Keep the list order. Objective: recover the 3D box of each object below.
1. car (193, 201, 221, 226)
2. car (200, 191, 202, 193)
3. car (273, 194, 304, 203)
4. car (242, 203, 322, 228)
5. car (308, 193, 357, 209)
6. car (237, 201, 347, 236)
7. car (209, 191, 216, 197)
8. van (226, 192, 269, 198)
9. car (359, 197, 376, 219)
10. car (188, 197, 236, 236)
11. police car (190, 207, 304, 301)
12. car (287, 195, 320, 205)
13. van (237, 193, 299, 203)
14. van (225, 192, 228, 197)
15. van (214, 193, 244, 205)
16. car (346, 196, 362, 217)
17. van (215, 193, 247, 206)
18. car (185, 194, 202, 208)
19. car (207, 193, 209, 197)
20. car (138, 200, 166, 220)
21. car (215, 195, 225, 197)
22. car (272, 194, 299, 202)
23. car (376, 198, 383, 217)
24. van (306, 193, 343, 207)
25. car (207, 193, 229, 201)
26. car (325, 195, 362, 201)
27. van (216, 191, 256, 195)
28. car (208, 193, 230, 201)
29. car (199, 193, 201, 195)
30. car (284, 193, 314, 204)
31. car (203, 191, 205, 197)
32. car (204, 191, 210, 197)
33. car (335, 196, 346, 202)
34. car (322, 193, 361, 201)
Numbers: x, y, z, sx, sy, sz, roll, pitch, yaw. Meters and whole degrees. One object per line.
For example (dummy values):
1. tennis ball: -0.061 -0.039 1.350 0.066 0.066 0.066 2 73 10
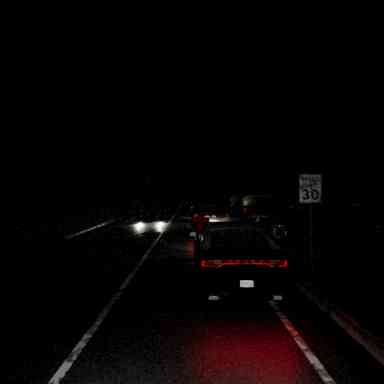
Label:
1. car: 0.971 1.471 24.406 1.837 1.490 4.892 0 0 0
2. car: 5.798 0.935 94.594 5.366 1.575 1.946 0 1 0
3. car: 18.554 1.207 64.177 5.366 1.575 1.946 0 1 0
4. car: 5.727 1.505 21.701 4.674 1.452 2.002 0 0 0
5. car: 18.797 1.132 44.746 5.566 2.045 2.435 0 1 0
6. car: 5.543 1.465 18.898 5.366 1.575 1.946 0 0 0
7. car: 5.657 1.112 46.937 5.566 2.045 2.435 0 1 0
8. van: 5.595 1.229 30.114 4.442 1.987 1.878 0 0 0
9. car: 18.785 1.454 30.864 5.008 1.535 2.097 0 0 0
10. car: 0.972 1.332 18.367 2.097 1.767 4.553 0 0 0
11. police car: 0.974 1.420 8.495 1.930 1.638 5.238 0 0 0
12. car: 18.723 1.314 55.850 4.792 1.488 2.163 0 1 0
13. van: 5.837 1.236 24.504 4.442 1.987 1.878 0 0 0
14. van: 5.824 1.221 32.916 4.442 1.987 1.878 0 0 0
15. van: 5.794 1.087 52.544 4.442 1.987 1.878 0 1 0
16. car: 18.970 1.443 33.641 5.366 1.575 1.946 0 0 0
17. van: 5.798 1.112 49.741 4.442 1.987 1.878 0 1 0
18. car: 0.008 1.420 45.079 2.033 1.411 5.357 0 0 1
19. car: 5.661 1.278 60.956 4.674 1.452 2.002 0 1 0
20. car: -3.255 1.432 27.497 1.882 1.535 5.008 0 0 0
21. car: 5.700 1.407 41.331 4.892 1.521 2.231 0 0 0
22. car: 18.740 1.187 66.954 4.892 1.521 2.231 0 1 0
23. car: 18.788 1.460 28.086 4.892 1.521 2.231 0 0 0
24. van: 18.881 1.133 47.522 4.442 1.987 1.878 0 1 0
25. car: 5.615 1.013 72.167 4.553 1.767 2.185 0 1 0
26. car: 18.806 1.451 39.196 4.792 1.488 2.163 0 0 0
27. van: 5.807 1.162 44.137 4.442 1.987 1.878 0 0 0
28. car: 5.620 1.038 69.364 4.553 1.767 2.185 0 1 0
29. car: -0.010 1.273 58.225 2.128 1.511 4.902 0 0 0
30. car: 18.778 1.134 58.626 4.553 1.767 2.185 0 1 0
31. car: 5.627 0.937 66.560 5.566 2.045 2.435 0 1 0
32. car: 5.631 0.962 63.757 5.566 2.045 2.435 0 1 0
33. car: 18.752 1.468 36.413 4.792 1.488 2.163 0 0 0
34. car: 18.744 1.152 41.969 5.566 2.045 2.435 0 0 0
